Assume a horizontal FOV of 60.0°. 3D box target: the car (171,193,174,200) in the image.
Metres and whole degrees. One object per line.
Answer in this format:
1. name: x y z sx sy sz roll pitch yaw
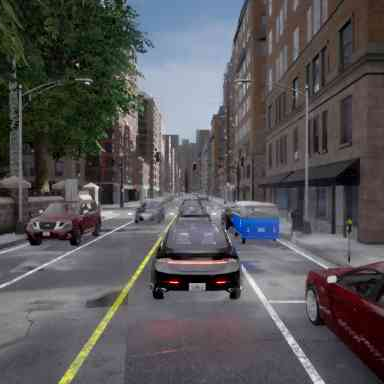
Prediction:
1. car: -5.704 1.491 75.506 1.887 1.381 4.507 0 0 0

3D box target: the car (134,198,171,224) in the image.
1. car: -3.024 1.481 24.592 2.128 1.511 4.902 0 0 0

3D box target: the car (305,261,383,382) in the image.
1. car: 2.853 1.544 4.188 1.887 1.381 4.507 0 0 0

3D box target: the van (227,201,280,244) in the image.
1. van: 2.848 1.336 15.509 1.690 1.788 3.998 0 0 0

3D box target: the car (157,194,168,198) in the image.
1. car: -5.697 1.480 58.984 1.752 1.417 4.829 0 0 0

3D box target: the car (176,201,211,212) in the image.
1. car: 0.090 1.485 18.348 2.128 1.511 4.902 0 0 0

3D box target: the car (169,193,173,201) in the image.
1. car: -5.702 1.493 70.055 1.887 1.381 4.507 0 0 0

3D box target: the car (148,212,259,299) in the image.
1. car: 0.096 1.490 8.409 2.128 1.511 4.902 0 0 0

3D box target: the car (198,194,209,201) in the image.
1. car: 2.820 1.387 75.546 1.967 1.590 4.097 0 0 0

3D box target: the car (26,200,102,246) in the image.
1. car: -5.677 1.310 15.465 2.192 1.841 5.009 0 0 0

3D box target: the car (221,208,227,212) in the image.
1. car: 2.846 1.557 21.169 1.947 1.339 4.313 0 0 0

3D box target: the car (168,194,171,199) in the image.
1. car: -5.699 1.502 64.604 2.008 1.369 4.403 0 0 0

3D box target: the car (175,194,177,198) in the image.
1. car: -5.709 1.496 86.408 2.008 1.369 4.403 0 0 0

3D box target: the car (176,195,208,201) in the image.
1. car: -0.014 1.338 27.526 2.097 1.767 4.553 0 0 0
